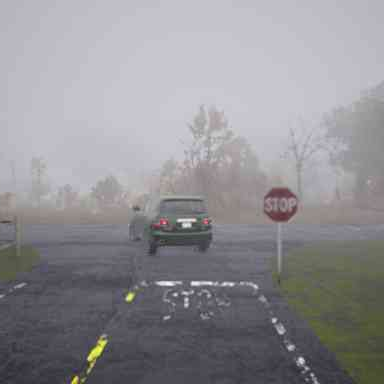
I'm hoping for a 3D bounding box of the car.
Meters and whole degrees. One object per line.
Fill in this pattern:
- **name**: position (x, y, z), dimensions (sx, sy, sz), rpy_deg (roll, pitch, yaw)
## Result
- **car**: position (-1.019, 1.148, 13.241), dimensions (2.150, 2.045, 5.566), rpy_deg (1, 0, -18)
